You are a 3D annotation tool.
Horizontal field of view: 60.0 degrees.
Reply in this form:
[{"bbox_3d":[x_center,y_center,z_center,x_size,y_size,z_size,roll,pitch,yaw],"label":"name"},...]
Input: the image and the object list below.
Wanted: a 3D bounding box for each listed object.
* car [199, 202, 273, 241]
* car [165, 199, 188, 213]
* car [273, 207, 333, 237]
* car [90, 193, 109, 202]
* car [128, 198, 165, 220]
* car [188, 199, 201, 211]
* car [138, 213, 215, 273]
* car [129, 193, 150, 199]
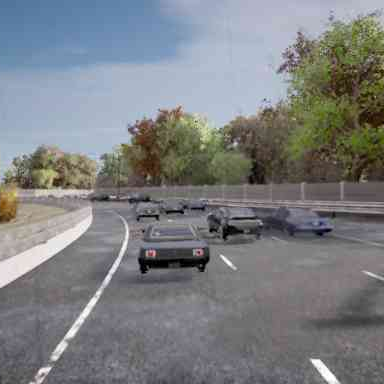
[{"bbox_3d":[1.995,1.464,16.747,2.128,1.511,4.902,0,0,-9],"label":"car"},{"bbox_3d":[-2.213,1.533,33.786,1.994,1.385,4.181,0,0,-18],"label":"car"},{"bbox_3d":[5.362,1.510,17.907,2.033,1.411,5.357,0,0,-9],"label":"car"},{"bbox_3d":[-20.293,1.213,72.794,2.150,2.045,5.566,0,0,-41],"label":"car"},{"bbox_3d":[-3.902,1.529,27.593,2.033,1.411,5.357,0,0,-15],"label":"car"},{"bbox_3d":[-0.109,1.516,39.559,1.994,1.385,4.181,0,0,-26],"label":"car"},{"bbox_3d":[-0.675,1.591,10.699,1.895,1.301,4.718,0,0,-6],"label":"car"},{"bbox_3d":[-9.123,1.175,57.163,2.150,2.045,5.566,0,0,-31],"label":"car"}]
